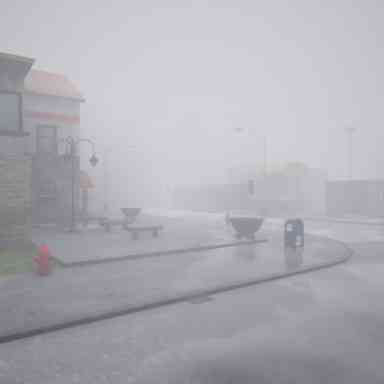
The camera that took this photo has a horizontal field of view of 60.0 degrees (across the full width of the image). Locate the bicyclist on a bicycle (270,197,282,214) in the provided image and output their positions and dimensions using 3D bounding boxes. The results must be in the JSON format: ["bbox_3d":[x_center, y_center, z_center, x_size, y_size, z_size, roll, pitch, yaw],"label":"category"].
[{"bbox_3d":[8.116,1.332,32.064,1.656,1.620,0.582,0,0,-35],"label":"bicyclist on a bicycle"}]
